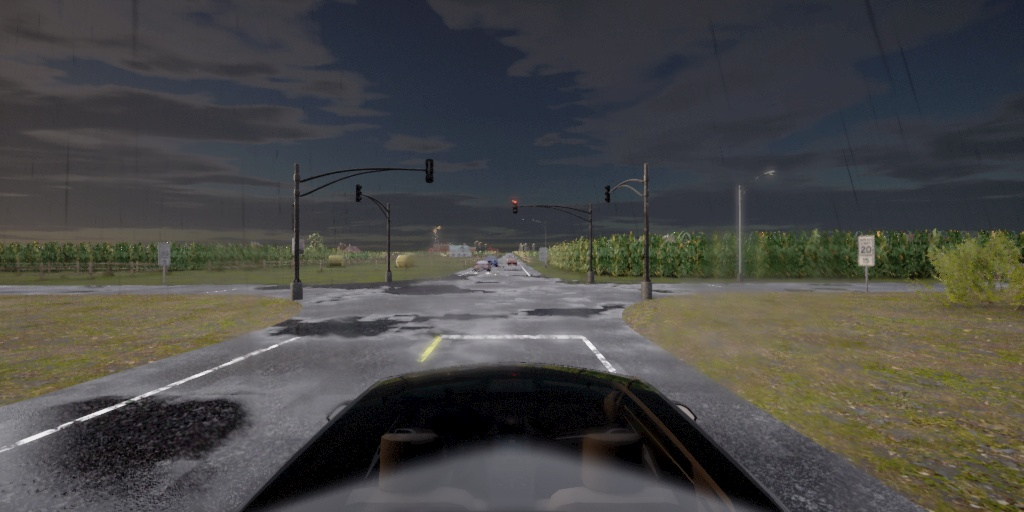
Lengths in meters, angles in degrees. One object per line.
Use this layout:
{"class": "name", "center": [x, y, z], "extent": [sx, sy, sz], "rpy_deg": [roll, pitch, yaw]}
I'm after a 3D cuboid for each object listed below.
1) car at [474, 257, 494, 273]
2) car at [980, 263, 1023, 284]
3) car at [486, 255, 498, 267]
{"class": "car", "center": [-3.600, 1.242, 44.109], "extent": [1.812, 1.442, 4.674], "rpy_deg": [0, 0, 0]}
{"class": "car", "center": [34.793, 1.188, 24.000], "extent": [5.357, 1.411, 2.033], "rpy_deg": [0, 0, 0]}
{"class": "car", "center": [-3.572, 0.904, 61.968], "extent": [2.150, 2.045, 5.566], "rpy_deg": [0, 0, 0]}
